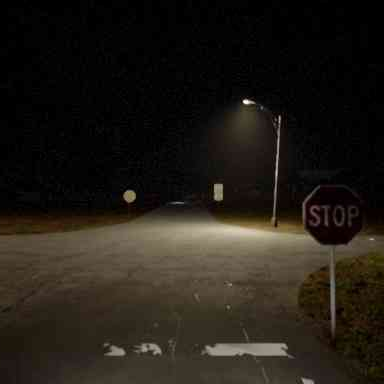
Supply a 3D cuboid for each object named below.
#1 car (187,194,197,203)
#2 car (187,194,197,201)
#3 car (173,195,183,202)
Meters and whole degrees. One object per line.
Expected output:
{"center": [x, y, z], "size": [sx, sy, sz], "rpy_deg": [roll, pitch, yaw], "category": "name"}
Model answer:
{"center": [0.049, 1.267, 61.013], "size": [2.128, 1.511, 4.902], "rpy_deg": [0, 0, 0], "category": "car"}
{"center": [0.057, 1.153, 71.451], "size": [2.033, 1.411, 5.357], "rpy_deg": [0, 0, 0], "category": "car"}
{"center": [-2.697, 1.294, 65.612], "size": [2.033, 1.411, 5.357], "rpy_deg": [0, 0, 0], "category": "car"}
